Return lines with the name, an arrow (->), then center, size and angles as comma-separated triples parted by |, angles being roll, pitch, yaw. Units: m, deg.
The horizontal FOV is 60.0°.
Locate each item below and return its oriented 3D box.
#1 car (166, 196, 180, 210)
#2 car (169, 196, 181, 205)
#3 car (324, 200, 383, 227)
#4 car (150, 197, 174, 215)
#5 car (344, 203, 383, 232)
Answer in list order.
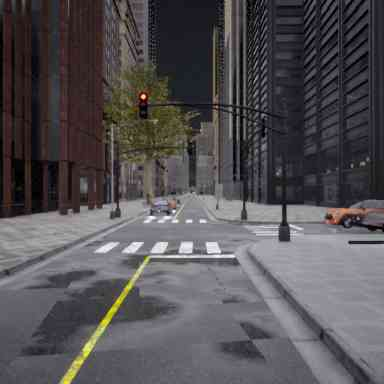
car -> -3.066, 1.359, 43.157 | 2.097, 1.767, 4.553 | 0, 0, 0
car -> -3.027, 1.541, 58.911 | 1.837, 1.490, 4.892 | 0, 0, 0
car -> 10.860, 1.308, 21.148 | 4.553, 1.767, 2.097 | 0, 0, 0
car -> -3.074, 1.527, 33.471 | 1.812, 1.442, 4.674 | 0, 0, 0
car -> 11.538, 1.488, 18.048 | 5.357, 1.411, 2.033 | 0, 0, 0
